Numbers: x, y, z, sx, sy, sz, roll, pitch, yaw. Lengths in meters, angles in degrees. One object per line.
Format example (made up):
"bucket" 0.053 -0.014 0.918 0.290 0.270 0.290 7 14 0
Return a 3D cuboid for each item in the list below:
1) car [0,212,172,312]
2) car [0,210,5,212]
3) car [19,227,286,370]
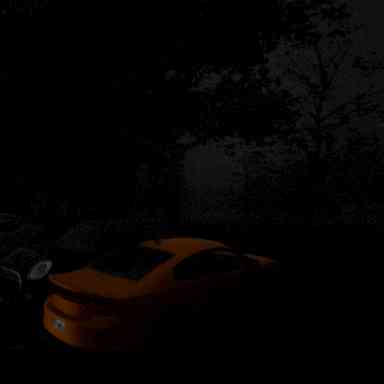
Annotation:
"car" -2.099 1.437 7.901 2.185 1.767 4.553 1 -1 41
"car" -8.415 1.497 13.114 1.946 1.575 5.366 1 -1 41
"car" -0.037 1.581 6.051 2.097 1.535 5.008 1 -1 41
